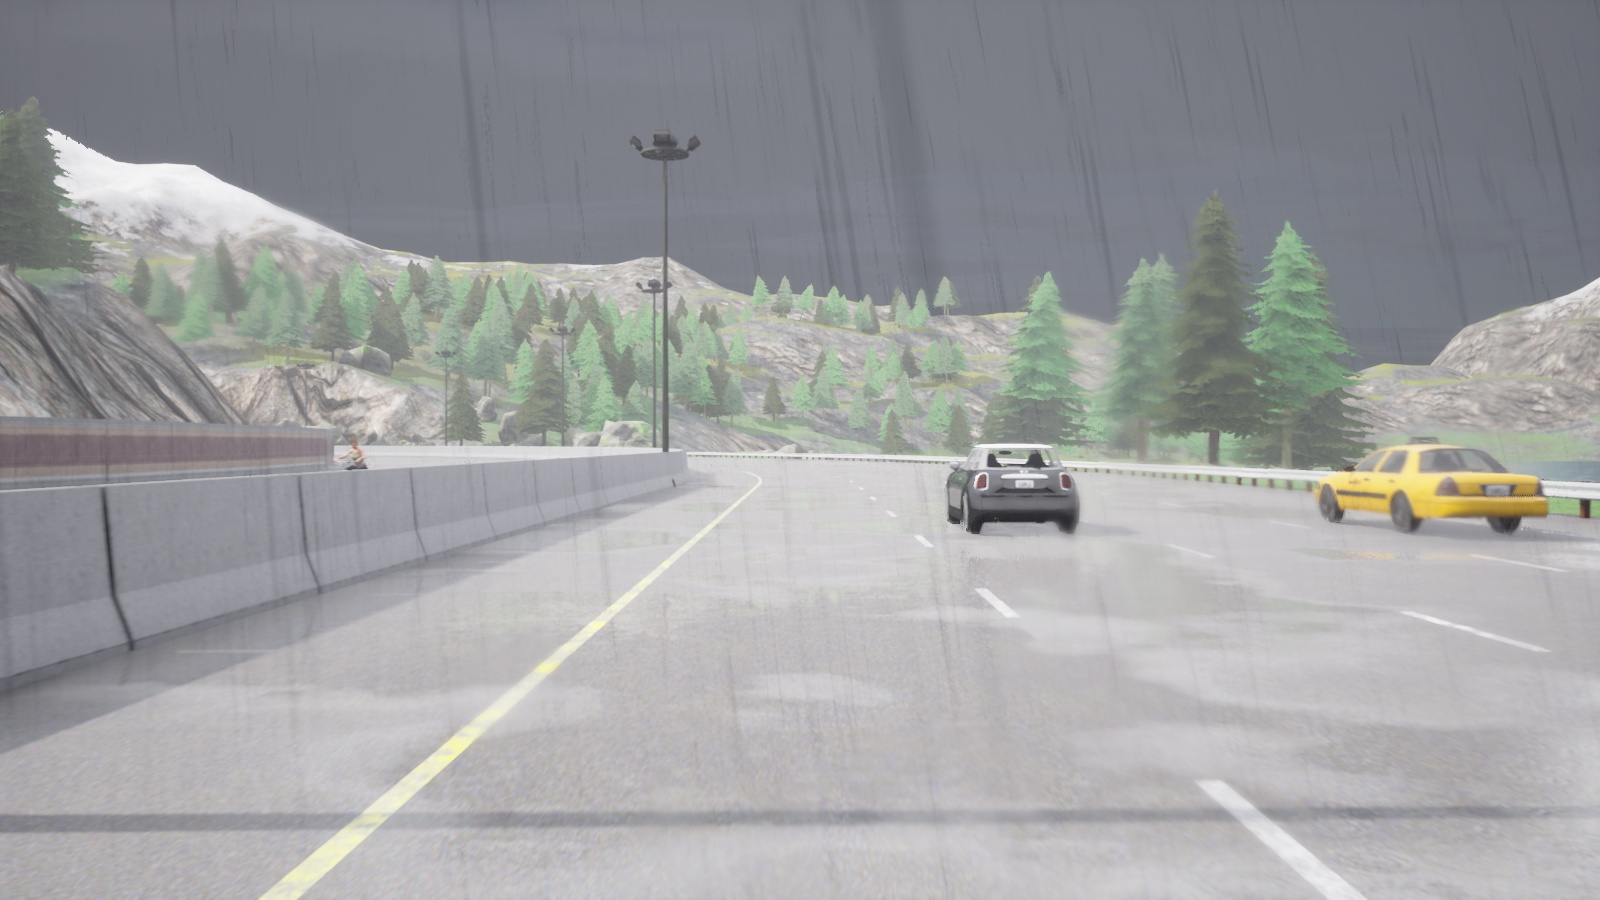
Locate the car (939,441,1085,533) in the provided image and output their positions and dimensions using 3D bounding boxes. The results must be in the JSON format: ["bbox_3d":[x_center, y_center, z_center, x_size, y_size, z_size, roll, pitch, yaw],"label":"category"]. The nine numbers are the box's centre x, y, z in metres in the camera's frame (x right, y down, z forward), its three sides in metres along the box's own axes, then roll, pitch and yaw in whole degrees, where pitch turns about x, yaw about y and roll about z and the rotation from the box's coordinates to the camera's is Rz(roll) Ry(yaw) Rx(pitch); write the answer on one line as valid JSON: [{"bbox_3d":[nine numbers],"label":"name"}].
[{"bbox_3d":[3.643,0.589,22.261,1.970,1.475,3.806,0,0,0],"label":"car"}]

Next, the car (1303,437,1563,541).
[{"bbox_3d":[10.640,0.572,21.655,1.801,1.575,5.366,0,0,0],"label":"car"}]
